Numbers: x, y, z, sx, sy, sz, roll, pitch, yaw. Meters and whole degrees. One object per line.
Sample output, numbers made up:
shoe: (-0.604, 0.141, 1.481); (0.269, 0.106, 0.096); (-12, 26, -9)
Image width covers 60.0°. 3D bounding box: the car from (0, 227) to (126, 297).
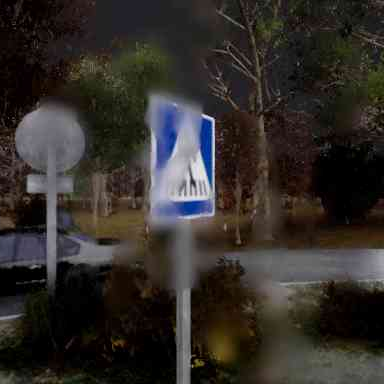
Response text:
car: (-3.918, 1.530, 7.301); (5.357, 1.411, 2.033); (-1, 1, -21)
